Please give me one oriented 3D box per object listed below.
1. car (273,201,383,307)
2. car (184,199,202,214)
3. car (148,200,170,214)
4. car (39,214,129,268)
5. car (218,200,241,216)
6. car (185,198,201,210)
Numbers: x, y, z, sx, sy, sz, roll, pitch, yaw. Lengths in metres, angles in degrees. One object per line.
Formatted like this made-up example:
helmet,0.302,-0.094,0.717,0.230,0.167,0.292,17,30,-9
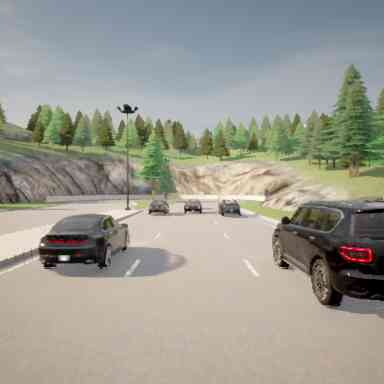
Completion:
car,3.602,1.222,8.133,2.150,2.045,5.566,0,0,0
car,0.107,1.601,35.837,1.895,1.301,4.718,0,0,0
car,-3.393,1.547,34.638,2.033,1.411,5.357,0,0,0
car,-3.398,1.505,11.258,1.837,1.490,4.892,0,0,0
car,3.606,1.492,32.642,2.128,1.511,4.902,0,0,0
car,0.202,1.564,44.597,1.994,1.385,4.181,0,0,2
